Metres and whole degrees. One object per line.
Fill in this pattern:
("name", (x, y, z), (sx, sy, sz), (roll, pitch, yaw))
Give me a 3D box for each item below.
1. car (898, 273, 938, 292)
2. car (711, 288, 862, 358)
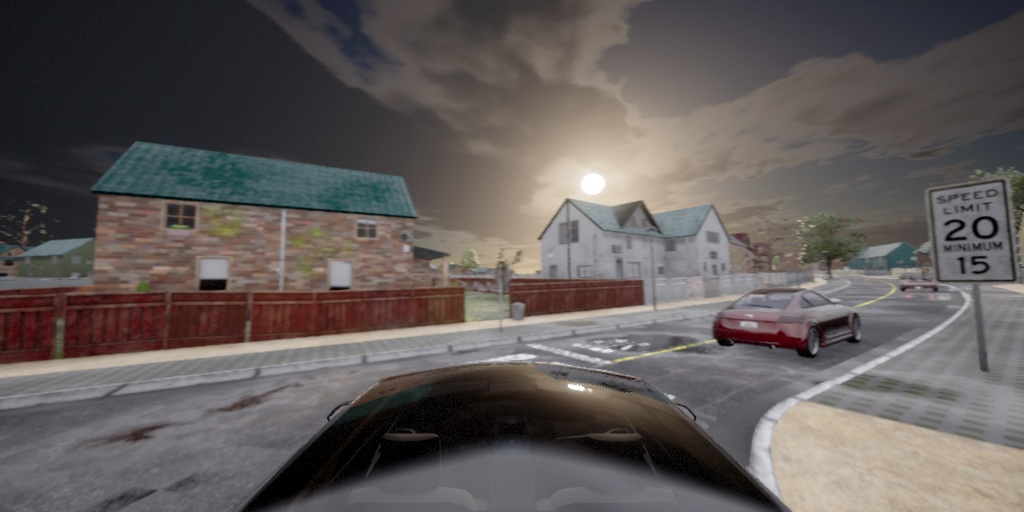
("car", (31.160, 2.034, 27.506), (4.718, 1.301, 1.895), (1, -4, -41))
("car", (6.876, 1.499, 8.963), (4.181, 1.385, 1.994), (1, -4, -33))
